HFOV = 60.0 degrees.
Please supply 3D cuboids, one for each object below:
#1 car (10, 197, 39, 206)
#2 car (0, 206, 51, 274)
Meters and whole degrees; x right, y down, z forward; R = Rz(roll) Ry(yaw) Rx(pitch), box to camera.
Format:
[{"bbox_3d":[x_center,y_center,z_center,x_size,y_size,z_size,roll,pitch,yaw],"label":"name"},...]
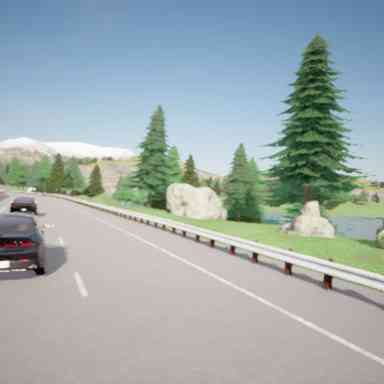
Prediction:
[{"bbox_3d":[-13.542,1.127,26.871,1.882,1.535,5.008,2,0,-26],"label":"car"},{"bbox_3d":[-5.286,1.364,9.703,1.837,1.490,4.892,2,0,-25],"label":"car"}]
